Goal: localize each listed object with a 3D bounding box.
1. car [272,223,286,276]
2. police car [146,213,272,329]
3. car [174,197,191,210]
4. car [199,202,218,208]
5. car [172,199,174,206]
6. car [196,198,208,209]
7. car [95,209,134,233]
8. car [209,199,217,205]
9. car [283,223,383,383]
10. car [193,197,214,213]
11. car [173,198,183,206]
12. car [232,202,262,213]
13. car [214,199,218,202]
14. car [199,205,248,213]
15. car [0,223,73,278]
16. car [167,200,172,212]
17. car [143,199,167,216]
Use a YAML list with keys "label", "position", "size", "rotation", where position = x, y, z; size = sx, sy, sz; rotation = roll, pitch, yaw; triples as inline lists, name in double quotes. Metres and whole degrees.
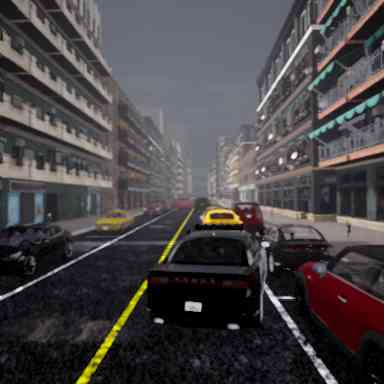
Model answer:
- label: "car"
  position: [3.056, 1.651, 10.507]
  size: [2.008, 1.369, 4.403]
  rotation: [0, -1, 2]
- label: "police car"
  position: [0.659, 1.504, 7.413]
  size: [1.930, 1.638, 5.238]
  rotation: [-1, -1, 14]
- label: "car"
  position: [-1.277, 1.868, 56.315]
  size: [2.150, 2.045, 5.566]
  rotation: [0, -1, 2]
- label: "car"
  position: [1.571, 1.711, 23.236]
  size: [1.801, 1.575, 5.366]
  rotation: [0, -1, 1]
- label: "car"
  position: [-4.147, 2.181, 50.195]
  size: [1.802, 1.307, 4.206]
  rotation: [0, -1, 2]
- label: "car"
  position: [1.787, 1.999, 58.410]
  size: [2.097, 1.767, 4.553]
  rotation: [0, -1, 2]
- label: "car"
  position: [-4.991, 1.813, 21.856]
  size: [1.752, 1.417, 4.829]
  rotation: [0, -1, 2]
- label: "car"
  position: [5.235, 2.447, 83.743]
  size: [1.887, 1.381, 4.507]
  rotation: [0, -1, 2]
- label: "car"
  position: [2.888, 1.477, 4.875]
  size: [1.967, 1.590, 4.097]
  rotation: [0, -1, 2]
- label: "car"
  position: [1.352, 1.709, 43.734]
  size: [2.150, 2.045, 5.566]
  rotation: [0, -1, 2]
- label: "car"
  position: [-3.309, 2.345, 78.363]
  size: [1.967, 1.590, 4.097]
  rotation: [0, -1, 2]
- label: "car"
  position: [3.391, 1.540, 21.777]
  size: [2.192, 1.841, 5.009]
  rotation: [0, -1, 2]
- label: "car"
  position: [4.905, 2.307, 72.647]
  size: [1.752, 1.417, 4.829]
  rotation: [0, -1, 2]
- label: "car"
  position: [1.458, 1.664, 17.055]
  size: [1.882, 1.535, 5.008]
  rotation: [0, -1, 2]
- label: "car"
  position: [-5.321, 1.730, 10.758]
  size: [1.947, 1.339, 4.313]
  rotation: [0, -1, 2]
- label: "car"
  position: [-4.315, 1.853, 44.564]
  size: [2.192, 1.841, 5.009]
  rotation: [0, -1, 2]
- label: "car"
  position: [-4.483, 1.916, 38.929]
  size: [1.967, 1.590, 4.097]
  rotation: [0, -1, 2]
